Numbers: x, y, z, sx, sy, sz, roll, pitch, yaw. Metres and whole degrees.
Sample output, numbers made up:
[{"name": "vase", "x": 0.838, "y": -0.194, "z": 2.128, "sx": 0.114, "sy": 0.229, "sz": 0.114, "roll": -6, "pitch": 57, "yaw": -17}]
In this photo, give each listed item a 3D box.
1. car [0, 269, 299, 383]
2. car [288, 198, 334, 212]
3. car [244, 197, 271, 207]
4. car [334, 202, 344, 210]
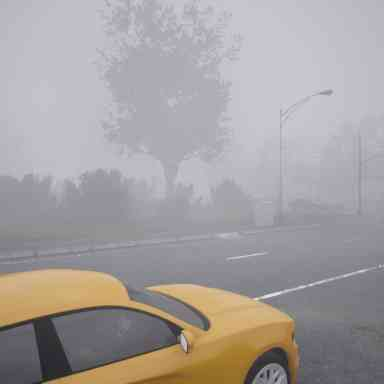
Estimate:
[{"name": "car", "x": -1.126, "y": 1.478, "z": 2.944, "sx": 5.008, "sy": 1.535, "sz": 1.882, "roll": 0, "pitch": 0, "yaw": -35}, {"name": "car", "x": 13.681, "y": 1.482, "z": 39.232, "sx": 1.882, "sy": 1.535, "sz": 5.008, "roll": 0, "pitch": 0, "yaw": -32}, {"name": "car", "x": 8.697, "y": 1.597, "z": 47.136, "sx": 1.895, "sy": 1.301, "sz": 4.718, "roll": 0, "pitch": 0, "yaw": -32}, {"name": "car", "x": 16.416, "y": 1.482, "z": 41.456, "sx": 1.882, "sy": 1.535, "sz": 5.008, "roll": 0, "pitch": 0, "yaw": -31}]
